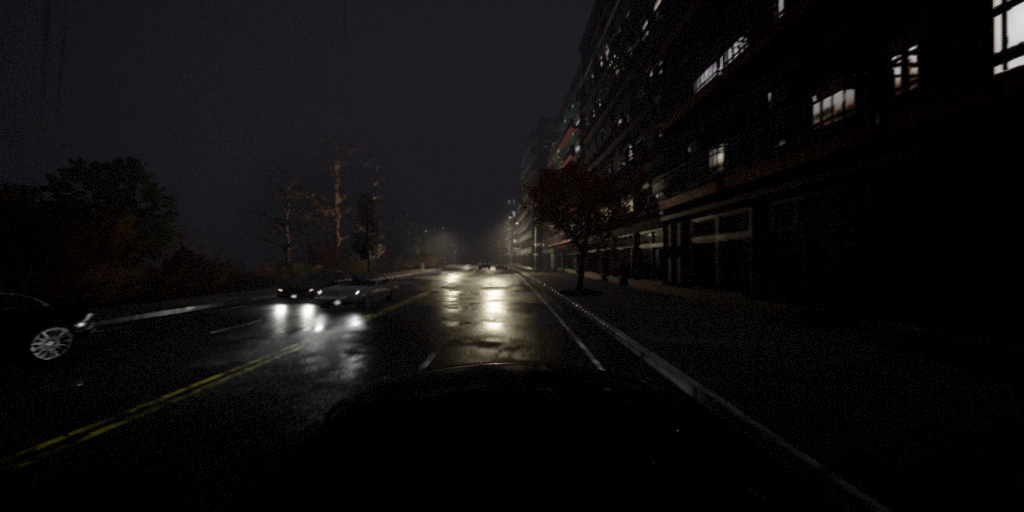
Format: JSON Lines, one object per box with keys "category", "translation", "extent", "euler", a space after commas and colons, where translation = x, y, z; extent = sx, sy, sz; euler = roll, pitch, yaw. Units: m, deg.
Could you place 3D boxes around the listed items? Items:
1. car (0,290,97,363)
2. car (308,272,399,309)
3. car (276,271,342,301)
{"category": "car", "translation": [-9.861, 1.287, 5.595], "extent": [2.128, 1.511, 4.902], "euler": [0, -1, 0]}
{"category": "car", "translation": [-6.630, 1.496, 15.853], "extent": [1.895, 1.301, 4.718], "euler": [0, -1, 0]}
{"category": "car", "translation": [-9.885, 1.476, 18.869], "extent": [2.033, 1.411, 5.357], "euler": [0, -1, -1]}
